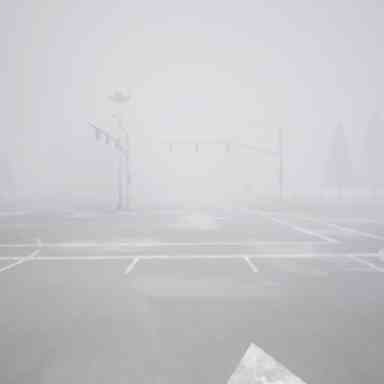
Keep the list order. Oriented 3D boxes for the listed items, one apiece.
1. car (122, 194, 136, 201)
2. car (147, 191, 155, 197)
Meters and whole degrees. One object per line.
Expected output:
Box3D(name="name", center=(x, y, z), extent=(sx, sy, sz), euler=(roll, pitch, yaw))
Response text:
Box3D(name="car", center=(-11.505, 0.949, 60.986), extent=(1.895, 1.301, 4.718), euler=(0, 1, 0))
Box3D(name="car", center=(-11.148, 0.557, 90.429), extent=(2.128, 1.511, 4.902), euler=(0, 1, 2))
